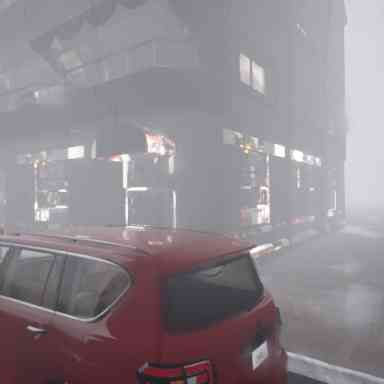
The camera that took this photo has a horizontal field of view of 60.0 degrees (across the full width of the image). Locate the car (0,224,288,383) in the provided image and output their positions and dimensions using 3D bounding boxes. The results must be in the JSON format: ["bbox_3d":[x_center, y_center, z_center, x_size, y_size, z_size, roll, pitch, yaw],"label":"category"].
[{"bbox_3d":[-1.431,1.316,3.903,5.009,1.841,2.192,0,-1,35],"label":"car"}]
